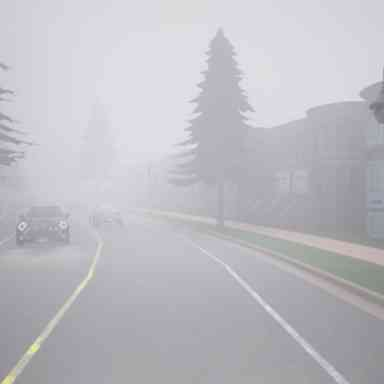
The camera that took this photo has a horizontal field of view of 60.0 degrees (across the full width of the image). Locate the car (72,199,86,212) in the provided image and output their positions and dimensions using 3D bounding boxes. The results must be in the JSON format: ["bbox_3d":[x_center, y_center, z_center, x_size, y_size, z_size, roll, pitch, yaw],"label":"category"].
[{"bbox_3d":[-13.917,1.594,40.340,2.128,1.511,4.902,0,0,-27],"label":"car"}]

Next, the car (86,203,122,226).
[{"bbox_3d":[-6.209,1.579,23.782,1.812,1.442,4.674,0,0,-23],"label":"car"}]

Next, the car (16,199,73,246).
[{"bbox_3d":[-6.893,1.398,15.692,2.097,1.767,4.553,0,0,-21],"label":"car"}]

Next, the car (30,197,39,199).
[{"bbox_3d":[-25.530,1.668,53.971,1.837,1.490,4.892,0,0,-30],"label":"car"}]
